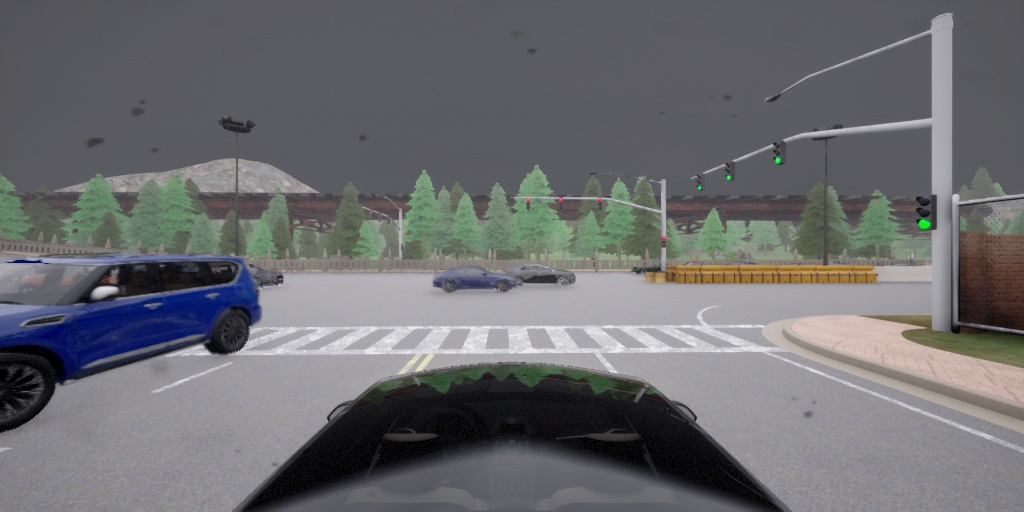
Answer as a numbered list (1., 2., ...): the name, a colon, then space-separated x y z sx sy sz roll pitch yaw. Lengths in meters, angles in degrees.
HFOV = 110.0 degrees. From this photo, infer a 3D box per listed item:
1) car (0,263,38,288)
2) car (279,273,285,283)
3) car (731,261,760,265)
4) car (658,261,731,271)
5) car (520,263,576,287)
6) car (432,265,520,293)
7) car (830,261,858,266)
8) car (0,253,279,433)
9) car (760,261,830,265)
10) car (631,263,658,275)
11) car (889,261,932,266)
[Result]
1. car: -33.334 1.189 22.560 4.181 1.385 1.994 2 0 -2
2. car: -17.358 1.253 23.050 4.892 1.490 1.837 0 0 -2
3. car: 24.544 1.241 38.568 4.902 1.511 2.128 0 0 -2
4. car: 15.876 1.228 31.294 5.008 1.535 1.882 0 0 -2
5. car: 1.707 1.241 23.647 4.902 1.511 2.128 0 0 -2
6. car: -2.078 1.276 20.026 4.674 1.442 1.812 0 0 -2
7. car: 34.700 1.241 38.881 4.902 1.511 2.128 0 0 -2
8. car: -6.739 0.971 5.807 2.150 2.045 5.566 1 0 1
9. car: 24.867 1.314 31.575 4.181 1.385 1.994 0 0 -2
10. car: 15.291 1.351 38.278 4.718 1.301 1.895 0 0 -2
11. car: 34.811 1.314 31.880 4.181 1.385 1.994 0 0 -2
